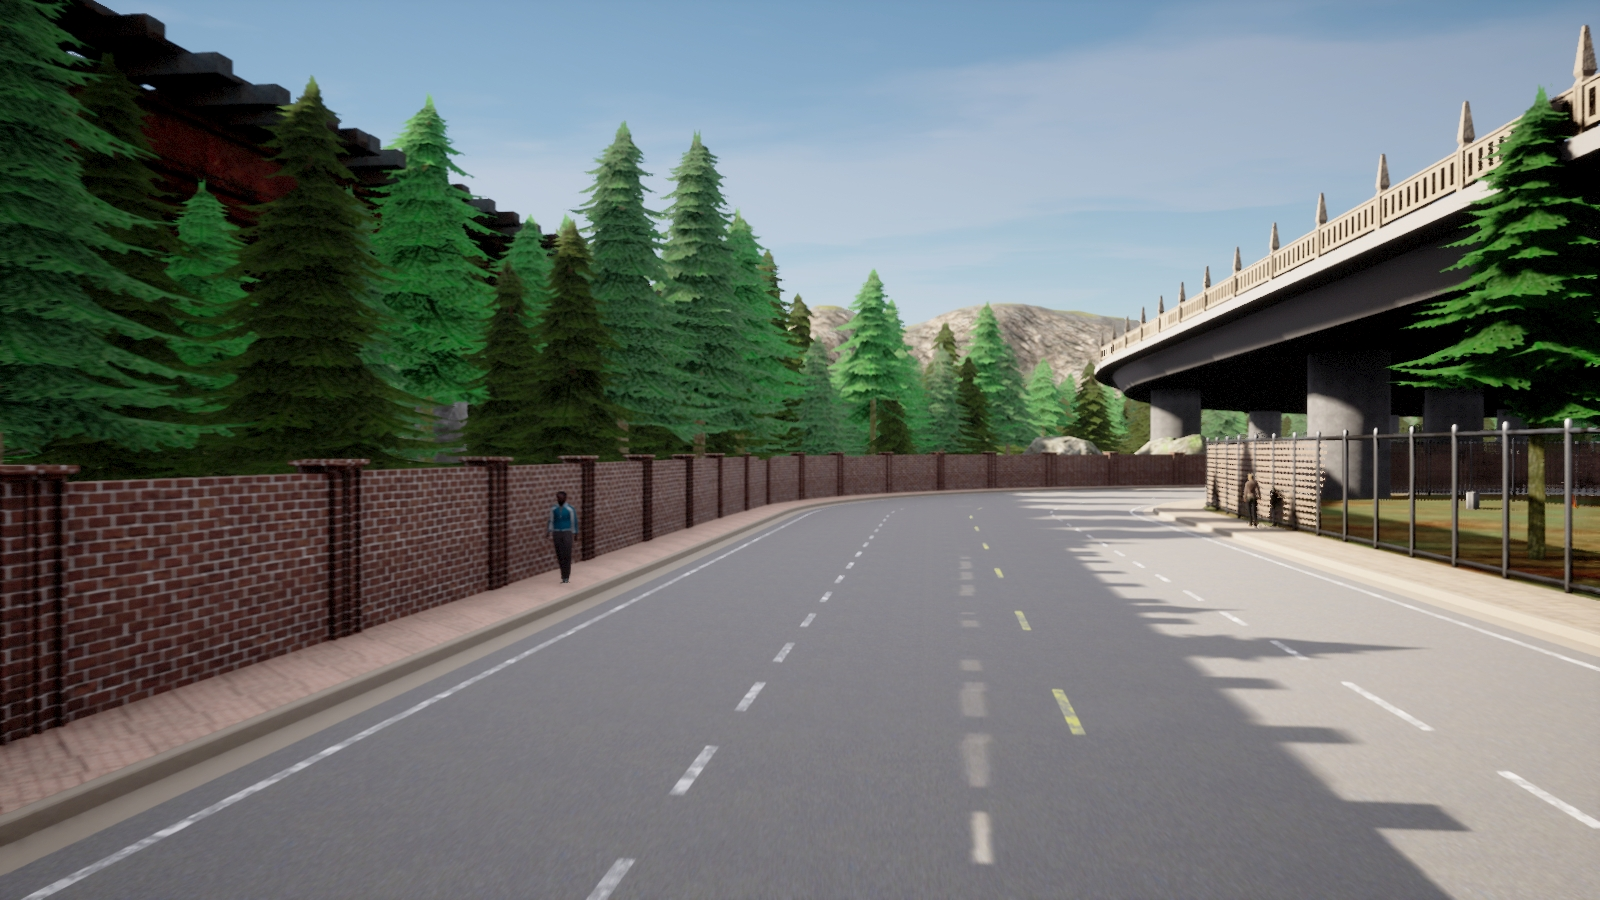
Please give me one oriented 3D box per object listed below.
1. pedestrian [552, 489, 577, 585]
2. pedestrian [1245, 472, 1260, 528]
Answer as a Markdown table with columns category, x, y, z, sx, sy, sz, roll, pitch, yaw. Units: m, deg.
| category | x | y | z | sx | sy | sz | roll | pitch | yaw |
| --- | --- | --- | --- | --- | --- | --- | --- | --- | --- |
| pedestrian | -4.619 | 1.696 | 22.414 | 0.375 | 1.860 | 0.375 | 0 | 0 | 5 |
| pedestrian | 15.430 | 1.699 | 38.960 | 0.375 | 1.860 | 0.375 | 0 | 0 | 7 |
